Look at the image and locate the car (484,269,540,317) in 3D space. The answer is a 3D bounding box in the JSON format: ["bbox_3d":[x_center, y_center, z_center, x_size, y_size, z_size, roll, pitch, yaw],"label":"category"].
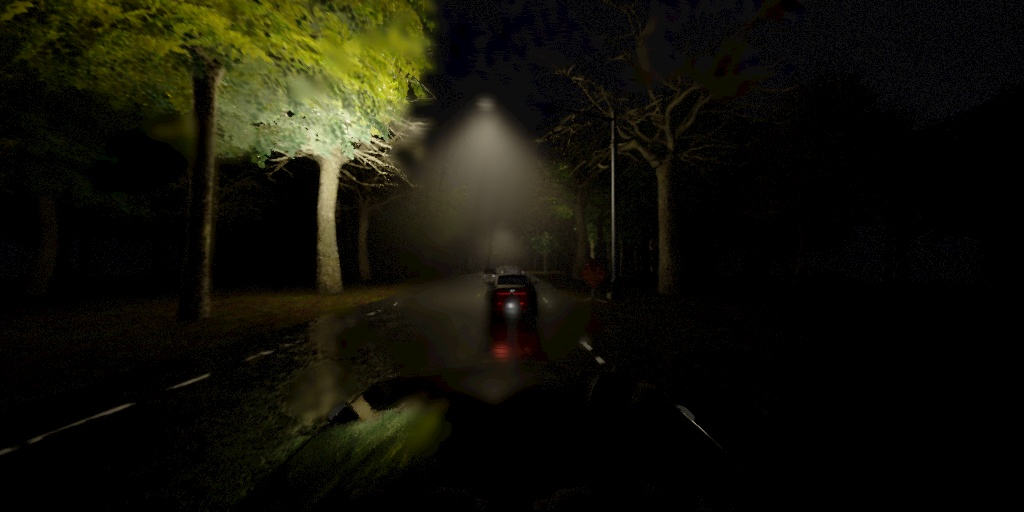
[{"bbox_3d":[0.038,1.438,14.213,1.837,1.490,4.892,0,-1,1],"label":"car"}]

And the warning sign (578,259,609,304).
[{"bbox_3d":[3.546,1.065,15.441,1.300,1.860,1.060,0,0,0],"label":"warning sign"}]

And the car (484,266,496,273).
[{"bbox_3d":[-3.576,2.360,58.674,1.895,1.301,4.718,0,-1,1],"label":"car"}]
